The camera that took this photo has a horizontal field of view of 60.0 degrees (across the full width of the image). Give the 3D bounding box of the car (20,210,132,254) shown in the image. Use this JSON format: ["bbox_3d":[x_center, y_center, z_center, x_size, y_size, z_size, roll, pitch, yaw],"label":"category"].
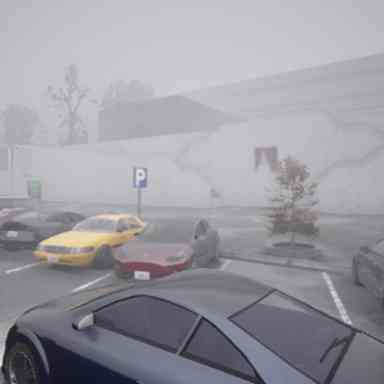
[{"bbox_3d":[-2.942,1.450,11.375,1.946,1.575,5.366,1,0,16],"label":"car"}]

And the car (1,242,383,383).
[{"bbox_3d":[-0.156,1.560,3.491,4.181,1.385,1.994,0,0,36],"label":"car"}]

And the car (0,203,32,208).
[{"bbox_3d":[-7.763,1.447,15.021,2.002,1.452,4.674,1,0,16],"label":"car"}]

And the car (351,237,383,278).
[{"bbox_3d":[4.386,1.530,6.350,2.002,1.452,4.674,0,-1,16],"label":"car"}]

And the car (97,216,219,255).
[{"bbox_3d":[-0.476,1.501,9.791,2.163,1.488,4.792,1,0,16],"label":"car"}]

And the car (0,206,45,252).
[{"bbox_3d":[-5.325,1.466,13.319,2.163,1.488,4.792,1,0,16],"label":"car"}]

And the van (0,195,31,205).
[{"bbox_3d":[-10.205,1.152,16.641,1.878,1.987,4.442,1,0,16],"label":"van"}]
